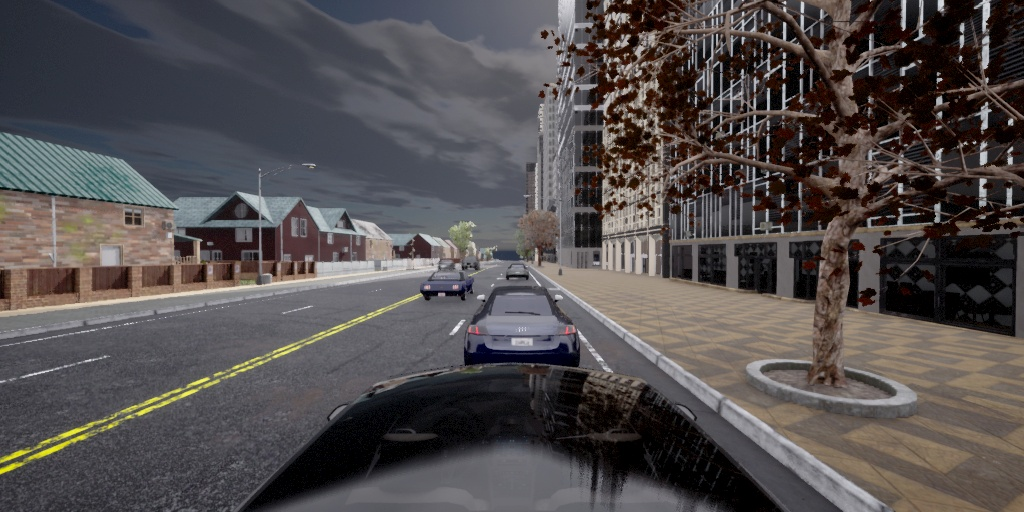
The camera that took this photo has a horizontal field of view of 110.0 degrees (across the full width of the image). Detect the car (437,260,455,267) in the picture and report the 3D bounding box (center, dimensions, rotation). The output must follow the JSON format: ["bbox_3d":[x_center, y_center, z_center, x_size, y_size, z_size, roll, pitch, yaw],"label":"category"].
[{"bbox_3d":[-9.160,1.308,50.384,2.128,1.511,4.902,0,0,1],"label":"car"}]

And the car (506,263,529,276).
[{"bbox_3d":[0.478,1.337,31.713,1.994,1.385,4.181,0,0,1],"label":"car"}]

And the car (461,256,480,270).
[{"bbox_3d":[-5.884,1.045,51.475,2.150,2.045,5.566,0,-1,1],"label":"car"}]

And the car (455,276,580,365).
[{"bbox_3d":[0.174,1.314,7.618,1.994,1.385,4.181,0,0,0],"label":"car"}]

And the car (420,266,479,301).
[{"bbox_3d":[-2.954,1.355,17.436,1.895,1.301,4.718,0,0,1],"label":"car"}]
